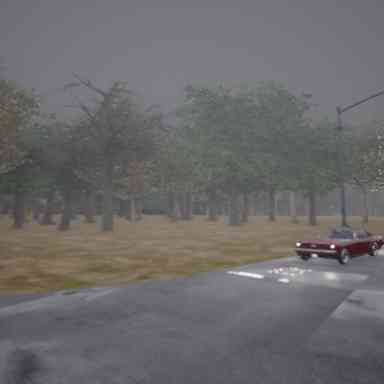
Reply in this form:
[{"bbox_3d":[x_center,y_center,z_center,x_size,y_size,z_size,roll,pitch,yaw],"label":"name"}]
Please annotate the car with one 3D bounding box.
[{"bbox_3d":[6.444,2.229,14.441,4.718,1.301,1.895,2,-5,-41],"label":"car"}]
